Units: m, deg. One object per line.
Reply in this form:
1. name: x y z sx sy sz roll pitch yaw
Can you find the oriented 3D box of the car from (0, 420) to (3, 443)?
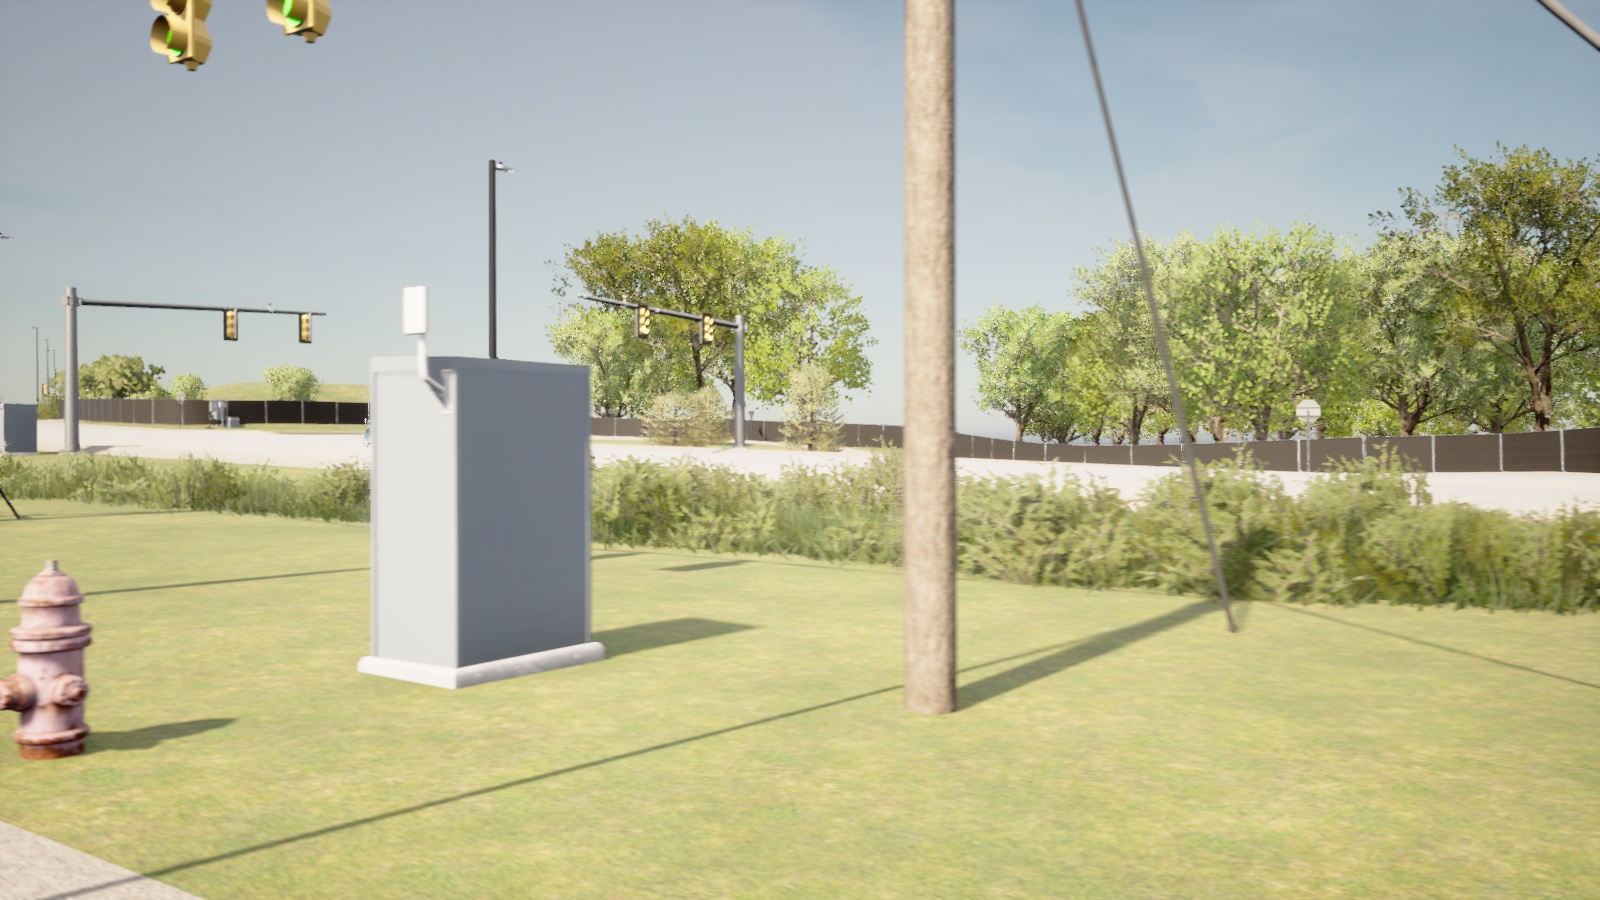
1. car: -54.670 -1.208 83.161 3.633 1.501 1.845 1 1 34
